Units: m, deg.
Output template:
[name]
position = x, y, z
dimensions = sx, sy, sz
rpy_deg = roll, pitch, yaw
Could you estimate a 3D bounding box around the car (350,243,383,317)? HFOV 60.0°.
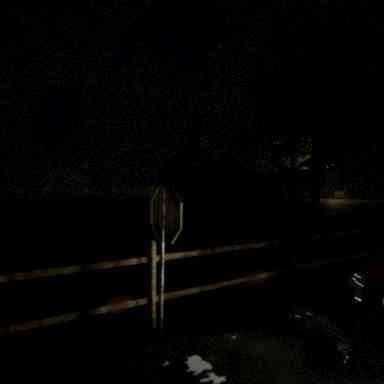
[car]
position = 5.141, 1.482, 6.705
dimensions = 5.008, 1.535, 1.882
rpy_deg = 0, 0, -36
